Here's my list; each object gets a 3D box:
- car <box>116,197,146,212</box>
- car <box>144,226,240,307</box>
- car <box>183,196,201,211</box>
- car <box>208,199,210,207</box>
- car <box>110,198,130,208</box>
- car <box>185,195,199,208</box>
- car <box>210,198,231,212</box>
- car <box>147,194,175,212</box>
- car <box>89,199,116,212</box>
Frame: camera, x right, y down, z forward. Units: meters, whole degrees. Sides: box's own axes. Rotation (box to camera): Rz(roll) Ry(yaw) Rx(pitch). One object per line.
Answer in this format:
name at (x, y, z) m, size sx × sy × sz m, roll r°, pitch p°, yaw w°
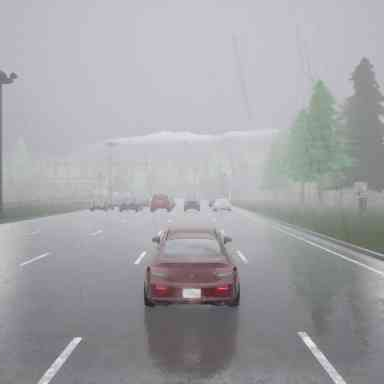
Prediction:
car at (-7.008, 1.352, 38.664) m, size 2.097 × 1.767 × 4.553 m, roll 0°, pitch 0°, yaw 0°
car at (-0.003, 1.526, 7.849) m, size 1.812 × 1.442 × 4.674 m, roll 0°, pitch 0°, yaw 0°
car at (0.005, 1.505, 39.991) m, size 1.837 × 1.490 × 4.892 m, roll 0°, pitch 0°, yaw 0°
car at (3.488, 1.564, 49.344) m, size 1.994 × 1.385 × 4.181 m, roll 0°, pitch 0°, yaw 1°
car at (-10.504, 1.564, 48.943) m, size 1.994 × 1.385 × 4.181 m, roll 0°, pitch 0°, yaw 0°
car at (-0.003, 1.352, 50.092) m, size 2.097 × 1.767 × 4.553 m, roll 0°, pitch 0°, yaw 0°
car at (3.497, 1.526, 39.050) m, size 1.812 × 1.442 × 4.674 m, roll 0°, pitch 0°, yaw 0°
car at (-3.507, 1.221, 38.575) m, size 2.150 × 2.045 × 5.566 m, roll 0°, pitch 0°, yaw 0°
car at (-10.504, 1.601, 39.030) m, size 1.895 × 1.301 × 4.718 m, roll 0°, pitch 0°, yaw 0°
